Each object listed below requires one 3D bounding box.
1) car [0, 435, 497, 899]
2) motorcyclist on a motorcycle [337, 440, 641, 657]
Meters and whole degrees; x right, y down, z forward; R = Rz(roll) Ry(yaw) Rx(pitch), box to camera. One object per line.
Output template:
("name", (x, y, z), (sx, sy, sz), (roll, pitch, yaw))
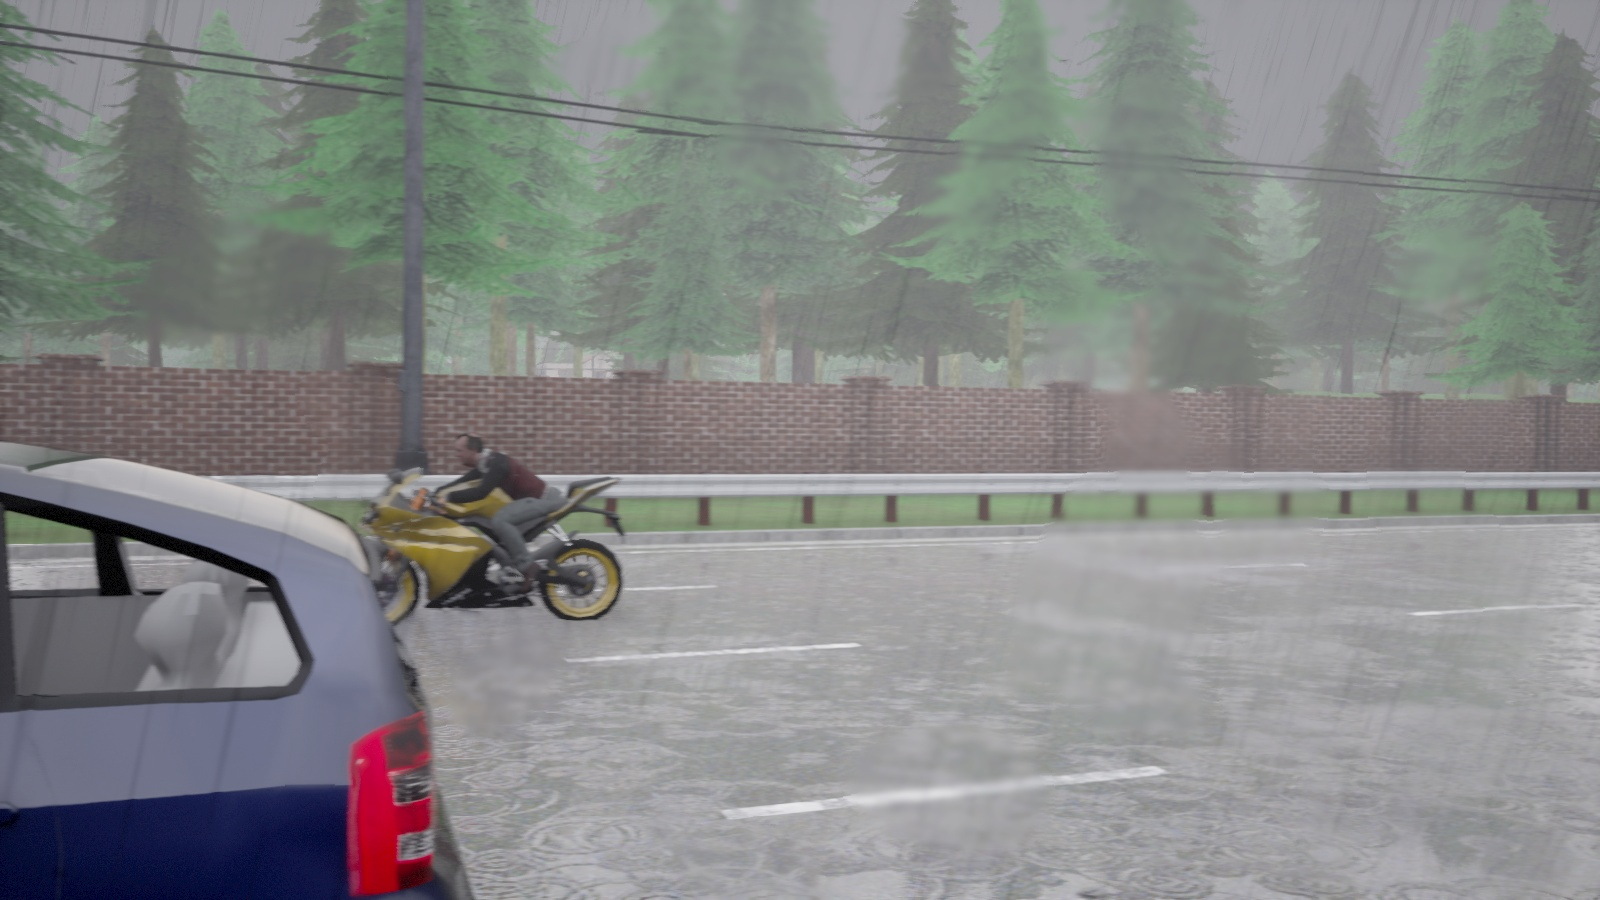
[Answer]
("car", (-2.554, 0.767, 2.269), (3.705, 1.549, 1.789), (-1, 1, -21))
("motorcyclist on a motorcycle", (-2.430, 0.700, 9.804), (2.191, 1.530, 0.866), (-1, 1, -21))
